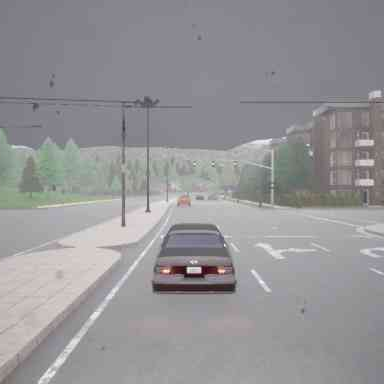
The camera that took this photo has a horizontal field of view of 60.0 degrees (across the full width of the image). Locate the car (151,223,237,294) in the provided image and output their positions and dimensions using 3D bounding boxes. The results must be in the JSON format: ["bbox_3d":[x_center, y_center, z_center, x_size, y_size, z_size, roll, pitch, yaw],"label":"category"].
[{"bbox_3d":[0.051,1.547,8.906,2.033,1.411,5.357,0,0,0],"label":"car"}]

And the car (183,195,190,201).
[{"bbox_3d":[-1.434,1.523,85.478,1.812,1.442,4.674,0,0,0],"label":"car"}]

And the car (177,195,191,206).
[{"bbox_3d":[-1.302,1.352,54.653,2.097,1.767,4.553,0,0,-1],"label":"car"}]

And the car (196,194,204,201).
[{"bbox_3d":[2.066,1.477,85.513,1.882,1.535,5.008,0,0,0],"label":"car"}]

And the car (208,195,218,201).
[{"bbox_3d":[5.566,1.539,85.517,2.033,1.411,5.357,0,0,0],"label":"car"}]
